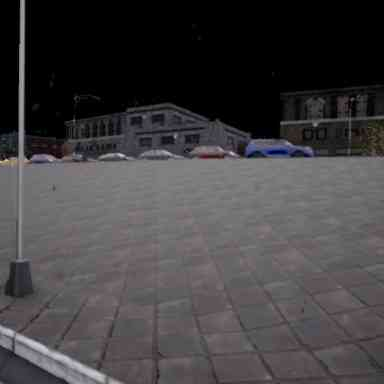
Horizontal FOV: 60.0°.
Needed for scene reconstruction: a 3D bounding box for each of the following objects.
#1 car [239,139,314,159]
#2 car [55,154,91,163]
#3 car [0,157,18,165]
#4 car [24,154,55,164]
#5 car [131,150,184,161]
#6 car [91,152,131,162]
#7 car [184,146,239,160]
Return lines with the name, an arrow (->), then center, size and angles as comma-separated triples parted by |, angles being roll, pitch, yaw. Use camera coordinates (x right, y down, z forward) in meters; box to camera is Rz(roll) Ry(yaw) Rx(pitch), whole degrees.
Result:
car -> 7.184, -3.339, 27.689 | 5.566, 2.045, 2.435 | 2, 1, 25
car -> -12.693, -3.518, 37.538 | 4.792, 1.488, 2.163 | 1, 1, 29
car -> -22.440, -3.749, 43.155 | 5.008, 1.535, 2.097 | 1, 1, 32
car -> -17.686, -3.775, 40.338 | 4.553, 1.767, 2.185 | 1, 1, 31
car -> -2.998, -3.350, 32.471 | 4.892, 1.521, 2.231 | 1, 1, 27
car -> -7.830, -3.409, 34.930 | 4.674, 1.452, 2.002 | 1, 1, 28
car -> 2.083, -3.356, 30.028 | 4.553, 1.767, 2.185 | 1, 1, 26
